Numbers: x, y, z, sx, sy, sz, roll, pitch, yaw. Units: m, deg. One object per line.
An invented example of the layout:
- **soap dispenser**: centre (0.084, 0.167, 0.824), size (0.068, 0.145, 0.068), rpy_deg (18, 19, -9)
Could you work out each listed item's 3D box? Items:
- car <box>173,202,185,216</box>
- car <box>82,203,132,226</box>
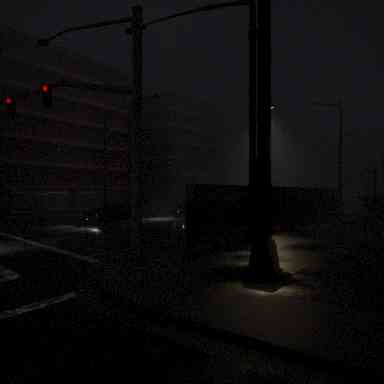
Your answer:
- **car**: centre (0.168, 1.491, 32.167), size (2.128, 1.511, 4.902), rpy_deg (0, 0, 35)
- **car**: centre (-5.616, 1.526, 23.898), size (1.812, 1.442, 4.674), rpy_deg (0, 0, 35)
